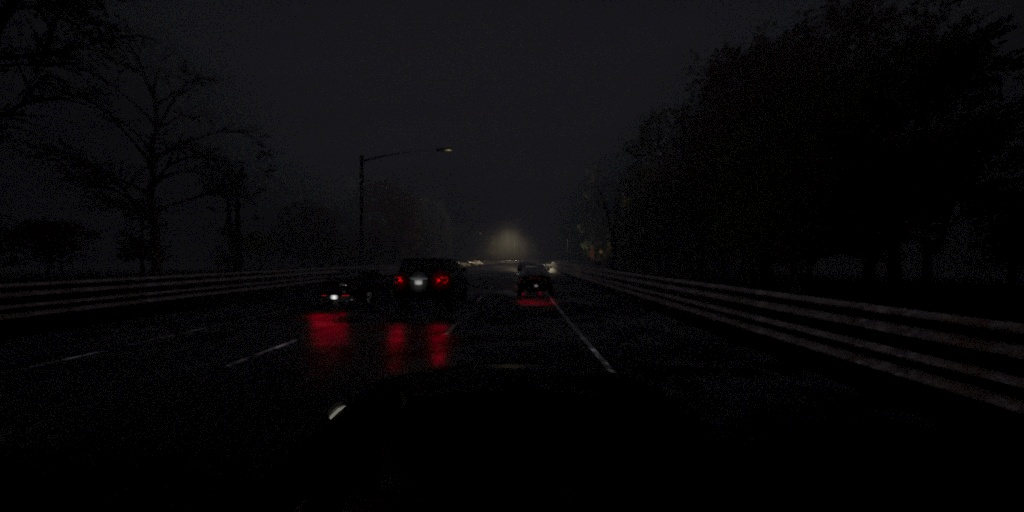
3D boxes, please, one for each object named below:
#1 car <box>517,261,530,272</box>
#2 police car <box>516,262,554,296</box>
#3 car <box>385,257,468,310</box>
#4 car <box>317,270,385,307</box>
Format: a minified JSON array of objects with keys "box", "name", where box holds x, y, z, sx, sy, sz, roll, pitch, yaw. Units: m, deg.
[{"box":[1.784,1.606,54.677,1.882,1.535,5.008,0,0,4],"name":"car"},{"box":[1.279,1.302,20.566,1.930,1.638,5.238,0,0,1],"name":"police car"},{"box":[-3.267,1.058,15.405,2.150,2.045,5.566,0,0,1],"name":"car"},{"box":[-6.749,1.342,16.116,1.837,1.490,4.892,0,0,1],"name":"car"}]
